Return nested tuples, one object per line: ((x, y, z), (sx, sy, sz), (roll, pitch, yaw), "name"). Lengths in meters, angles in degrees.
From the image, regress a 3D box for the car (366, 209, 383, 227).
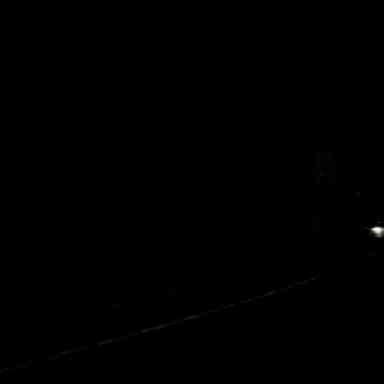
((19.246, 2.528, 33.694), (2.097, 1.767, 4.553), (-2, -3, 15), "car")
